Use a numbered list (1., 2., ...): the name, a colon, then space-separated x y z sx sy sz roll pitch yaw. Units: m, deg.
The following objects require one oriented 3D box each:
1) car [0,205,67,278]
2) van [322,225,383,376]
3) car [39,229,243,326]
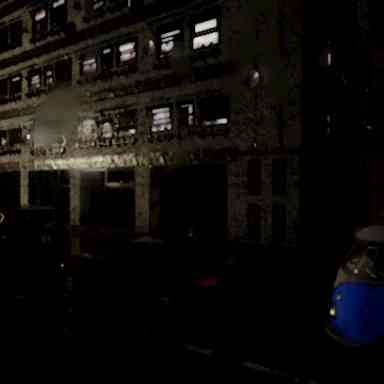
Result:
1. car: -5.793 1.320 9.927 5.009 1.841 2.192 0 1 33
2. van: 3.739 1.343 3.806 3.998 1.788 1.690 0 1 33
3. car: -1.025 1.585 6.869 4.206 1.307 1.802 0 1 33
